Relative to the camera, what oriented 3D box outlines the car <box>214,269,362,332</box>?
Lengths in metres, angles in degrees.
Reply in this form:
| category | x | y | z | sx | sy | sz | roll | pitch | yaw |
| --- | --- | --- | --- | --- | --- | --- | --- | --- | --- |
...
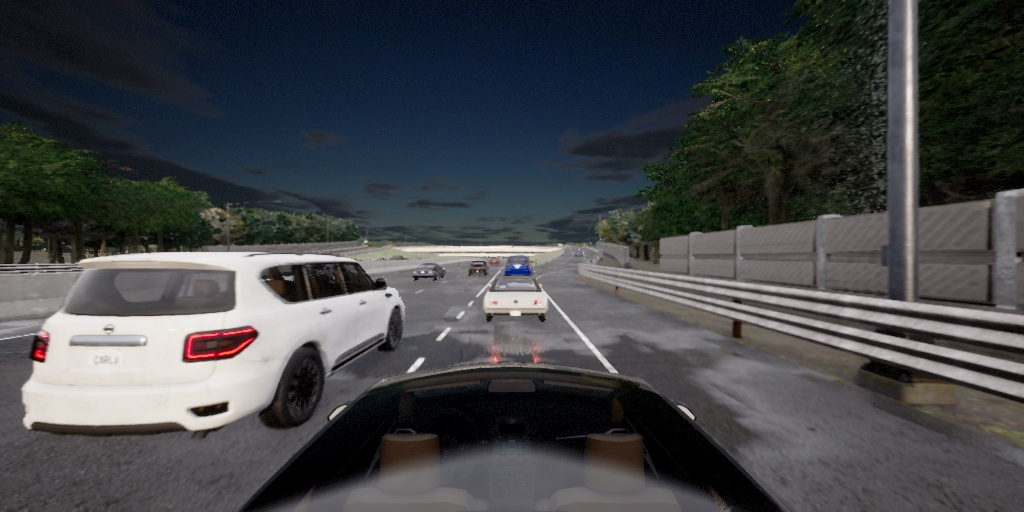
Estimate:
| category | x | y | z | sx | sy | sz | roll | pitch | yaw |
| --- | --- | --- | --- | --- | --- | --- | --- | --- | --- |
| car | -6.888 | 1.257 | 11.854 | 1.837 | 1.490 | 4.892 | 0 | 0 | 0 |

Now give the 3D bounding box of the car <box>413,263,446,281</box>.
| category | x | y | z | sx | sy | sz | roll | pitch | yaw |
| --- | --- | --- | --- | --- | --- | --- | --- | --- | --- |
| car | -6.837 | 1.306 | 29.980 | 2.033 | 1.411 | 5.357 | 0 | 0 | 0 |

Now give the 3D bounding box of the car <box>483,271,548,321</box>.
| category | x | y | z | sx | sy | sz | roll | pitch | yaw |
| --- | --- | --- | --- | --- | --- | --- | --- | --- | --- |
| car | 0.111 | 1.354 | 12.470 | 1.895 | 1.301 | 4.718 | 0 | 0 | 0 |

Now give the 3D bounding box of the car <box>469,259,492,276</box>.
| category | x | y | z | sx | sy | sz | roll | pitch | yaw |
| --- | --- | --- | --- | --- | --- | --- | --- | --- | --- |
| car | -3.415 | 1.268 | 37.631 | 1.837 | 1.490 | 4.892 | 0 | 0 | 0 |

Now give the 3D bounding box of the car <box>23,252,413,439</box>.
| category | x | y | z | sx | sy | sz | roll | pitch | yaw |
| --- | --- | --- | --- | --- | --- | --- | --- | --- | --- |
| car | -3.500 | 0.976 | 5.780 | 2.150 | 2.045 | 5.566 | 0 | 0 | 0 |

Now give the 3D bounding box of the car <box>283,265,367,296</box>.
| category | x | y | z | sx | sy | sz | roll | pitch | yaw |
| --- | --- | --- | --- | --- | --- | --- | --- | --- | --- |
| car | -10.373 | 1.303 | 20.488 | 2.033 | 1.411 | 5.357 | 0 | 0 | 0 |

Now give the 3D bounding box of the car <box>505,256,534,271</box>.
| category | x | y | z | sx | sy | sz | roll | pitch | yaw |
| --- | --- | --- | --- | --- | --- | --- | --- | --- | --- |
| car | 0.686 | 0.981 | 31.042 | 2.150 | 2.045 | 5.566 | 0 | 0 | 6 |
